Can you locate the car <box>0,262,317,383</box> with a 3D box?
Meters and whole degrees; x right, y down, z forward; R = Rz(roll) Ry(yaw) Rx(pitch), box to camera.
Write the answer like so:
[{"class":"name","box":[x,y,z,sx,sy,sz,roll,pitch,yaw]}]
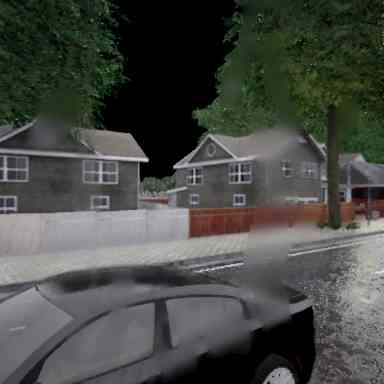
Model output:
[{"class":"car","box":[-0.903,1.506,3.032,5.008,1.535,1.882,1,-1,-37]}]
